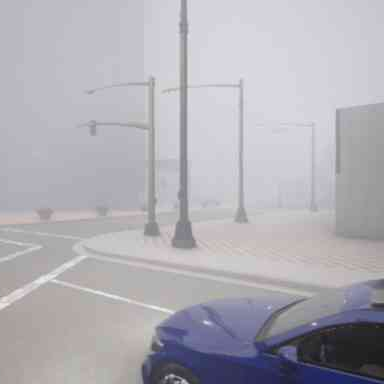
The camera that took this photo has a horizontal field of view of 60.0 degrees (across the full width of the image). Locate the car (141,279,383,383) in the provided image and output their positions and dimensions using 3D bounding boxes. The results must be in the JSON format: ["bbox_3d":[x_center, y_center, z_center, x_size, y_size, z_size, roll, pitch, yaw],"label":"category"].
[{"bbox_3d":[1.663,1.530,2.812,4.674,1.442,1.812,0,0,36],"label":"car"}]
